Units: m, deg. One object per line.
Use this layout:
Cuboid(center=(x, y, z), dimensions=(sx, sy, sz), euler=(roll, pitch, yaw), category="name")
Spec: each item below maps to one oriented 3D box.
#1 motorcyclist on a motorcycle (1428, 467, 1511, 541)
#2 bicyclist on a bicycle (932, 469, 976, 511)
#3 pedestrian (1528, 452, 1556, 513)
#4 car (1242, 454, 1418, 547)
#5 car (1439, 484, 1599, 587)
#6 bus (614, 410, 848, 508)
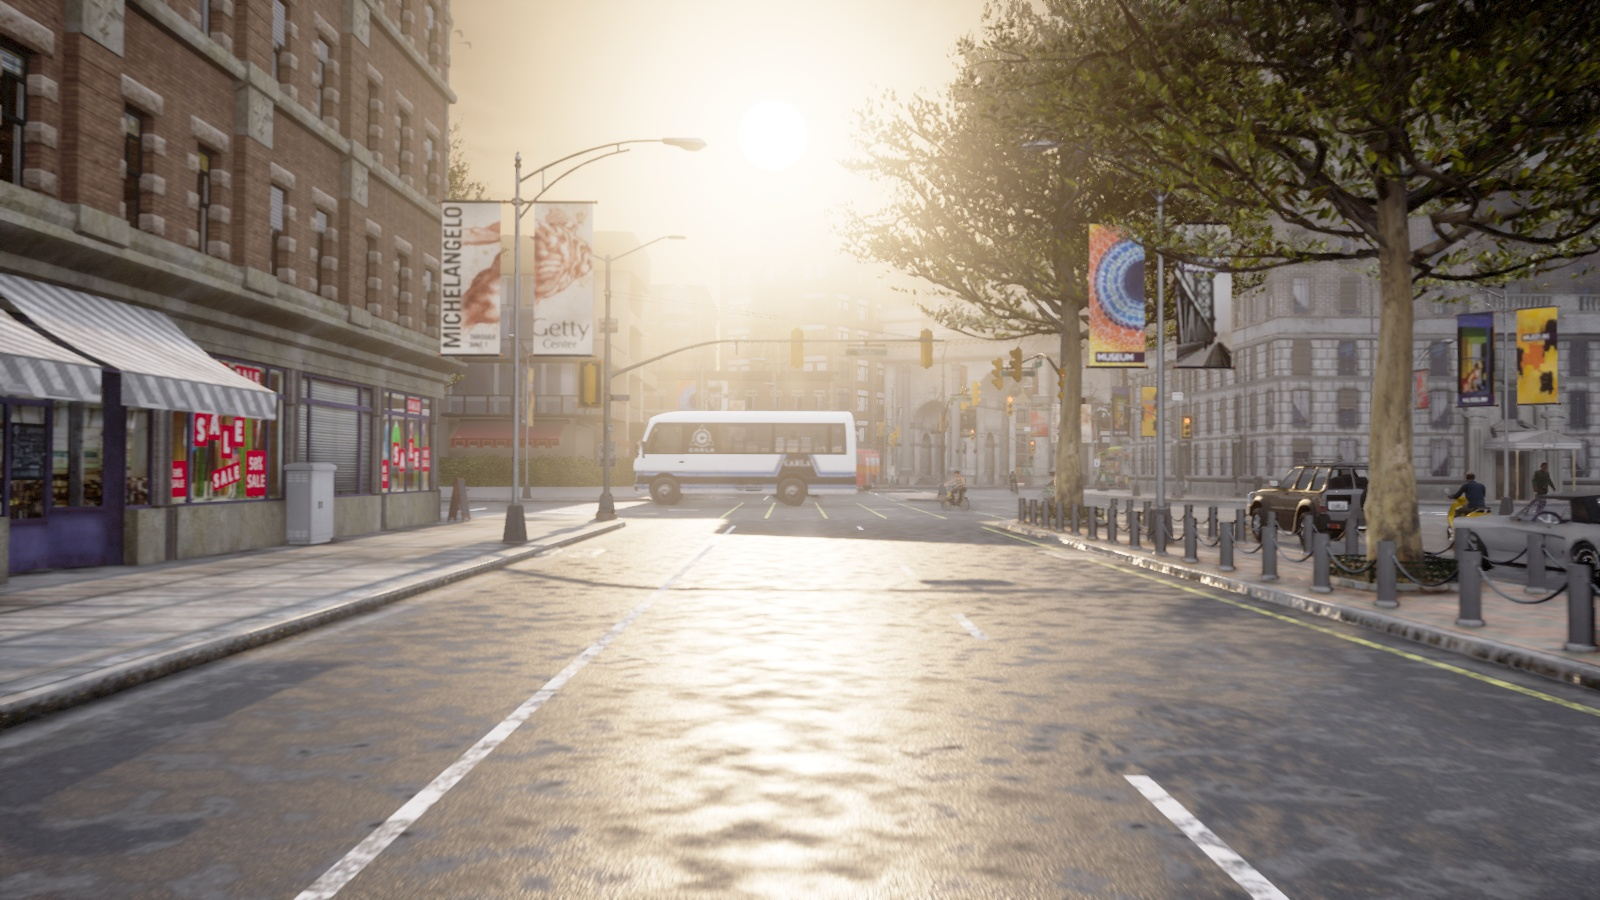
Cuboid(center=(14.931, 1.178, 28.056), dimensions=(0.866, 1.590, 1.817), euler=(0, -1, 0), category="motorcyclist on a motorcycle")
Cuboid(center=(6.053, 1.552, 49.304), dimensions=(1.509, 1.612, 0.866), euler=(0, 0, -36), category="bicyclist on a bicycle")
Cuboid(center=(24.283, 1.062, 41.114), dimensions=(0.423, 1.949, 0.788), euler=(0, -1, 1), category="pedestrian")
Cuboid(center=(11.372, 1.044, 27.353), dimensions=(1.932, 1.855, 4.605), euler=(0, -1, 1), category="car")
Cuboid(center=(11.455, 1.175, 18.260), dimensions=(1.895, 1.301, 4.718), euler=(0, -1, 0), category="car")
Cuboid(center=(-3.035, 0.405, 57.027), dimensions=(10.273, 4.253, 3.944), euler=(0, -1, 0), category="bus")
